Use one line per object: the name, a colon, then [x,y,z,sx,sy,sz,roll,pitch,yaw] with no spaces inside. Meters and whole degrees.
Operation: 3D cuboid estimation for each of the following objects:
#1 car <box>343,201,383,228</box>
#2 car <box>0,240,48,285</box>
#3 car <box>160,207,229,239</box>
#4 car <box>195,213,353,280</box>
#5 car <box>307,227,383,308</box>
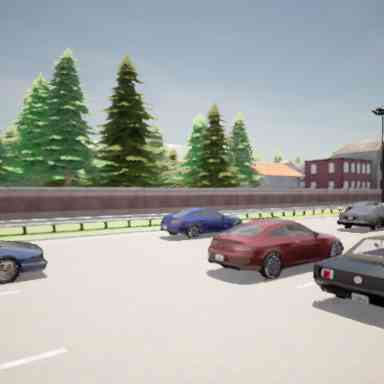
car: [10.947,1.514,20.150,5.357,1.411,2.033,0,0,-35]
car: [-6.379,1.550,7.795,5.357,1.411,2.033,0,0,-36]
car: [0.597,1.510,17.067,4.674,1.442,1.812,0,0,-36]
car: [2.579,1.513,9.884,4.674,1.442,1.812,0,0,-35]
car: [4.781,1.588,7.156,4.718,1.301,1.895,0,0,-35]
